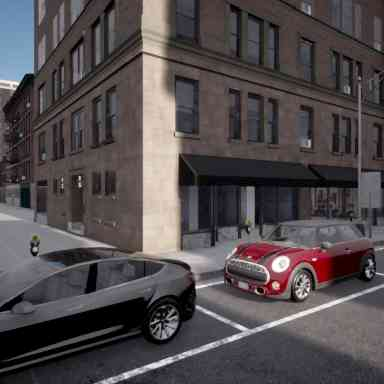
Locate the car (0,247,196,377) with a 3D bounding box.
[{"bbox_3d":[-1.913,1.566,4.828,4.313,1.339,1.947,0,0,-36],"label":"car"}]

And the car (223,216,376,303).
[{"bbox_3d":[2.691,1.440,8.159,4.097,1.590,1.967,0,0,-36],"label":"car"}]
